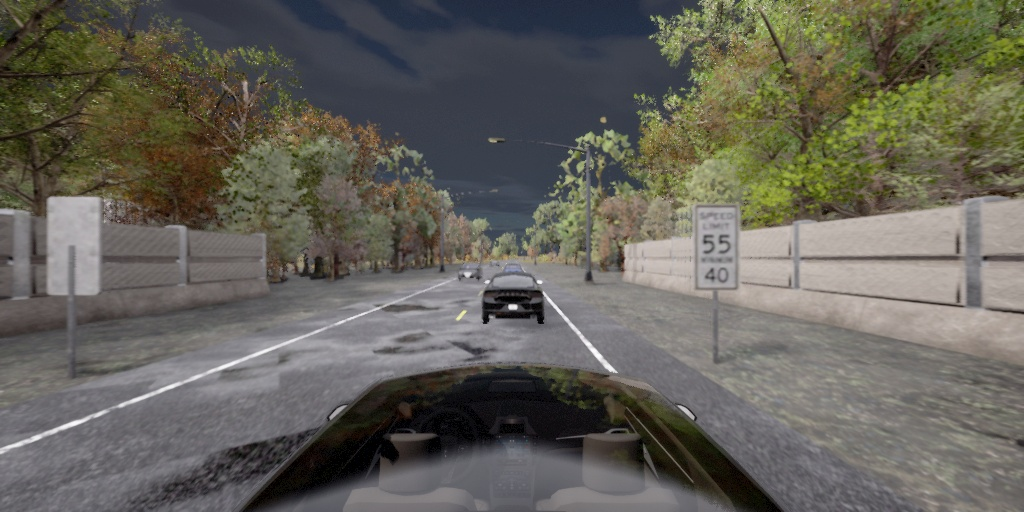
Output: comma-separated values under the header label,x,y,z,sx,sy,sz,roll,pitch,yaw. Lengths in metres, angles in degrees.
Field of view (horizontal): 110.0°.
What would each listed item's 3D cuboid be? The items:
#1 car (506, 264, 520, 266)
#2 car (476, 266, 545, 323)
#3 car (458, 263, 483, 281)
label,x,y,z,sx,sy,sz,roll,pitch,yaw
car,0.098,1.425,33.190,2.033,1.411,5.357,0,0,0
car,0.053,1.277,12.433,1.882,1.535,5.008,0,0,1
car,-3.592,1.364,31.549,2.128,1.511,4.902,0,0,0
